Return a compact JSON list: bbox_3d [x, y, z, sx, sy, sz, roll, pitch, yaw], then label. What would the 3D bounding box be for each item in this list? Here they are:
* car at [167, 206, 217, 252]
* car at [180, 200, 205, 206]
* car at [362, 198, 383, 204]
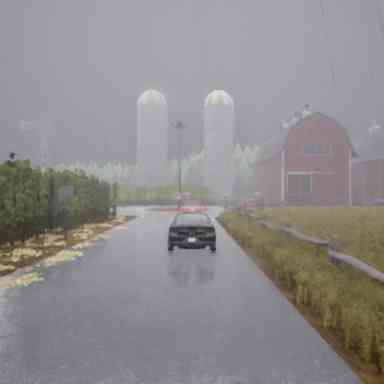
[{"bbox_3d":[0.003,1.584,14.456,1.882,1.535,5.008,0,0,0],"label":"car"},{"bbox_3d":[0.014,1.498,29.056,2.097,1.767,4.553,0,0,1],"label":"car"},{"bbox_3d":[27.366,1.677,49.153,4.674,1.442,1.812,0,0,-3],"label":"car"}]
